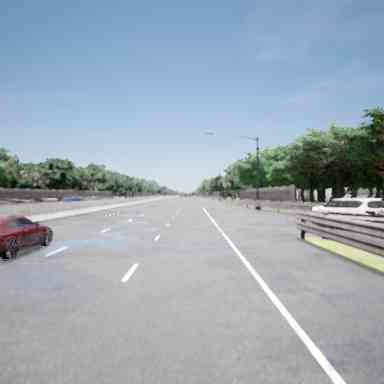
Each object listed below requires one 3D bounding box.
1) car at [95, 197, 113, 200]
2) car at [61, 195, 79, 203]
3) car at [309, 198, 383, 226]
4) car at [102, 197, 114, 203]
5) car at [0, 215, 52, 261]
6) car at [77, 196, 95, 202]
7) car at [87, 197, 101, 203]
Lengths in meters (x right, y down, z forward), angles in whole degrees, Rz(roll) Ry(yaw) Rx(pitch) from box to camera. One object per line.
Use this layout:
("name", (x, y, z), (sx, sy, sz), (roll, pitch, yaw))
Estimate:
("car", (-17.502, 1.856, 67.585), (1.882, 1.535, 5.008), (0, 0, 0))
("car", (-24.502, 1.603, 67.520), (2.150, 2.045, 5.566), (0, 0, 0))
("car", (10.487, 1.432, 22.683), (2.150, 2.045, 5.566), (1, 0, -24))
("car", (-21.052, 1.974, 83.398), (1.837, 1.490, 4.892), (0, 0, 0))
("car", (-6.914, 1.577, 12.408), (1.812, 1.442, 4.674), (0, 0, 0))
("car", (-21.002, 1.903, 67.567), (2.128, 1.511, 4.902), (0, 0, 0))
("car", (-24.553, 1.952, 83.380), (1.882, 1.535, 5.008), (0, 0, 0))
